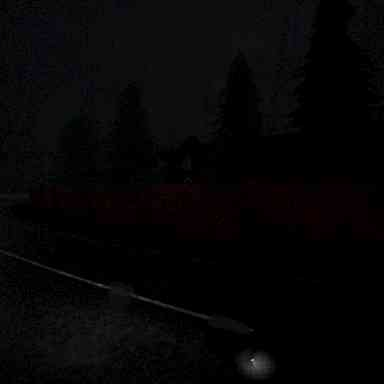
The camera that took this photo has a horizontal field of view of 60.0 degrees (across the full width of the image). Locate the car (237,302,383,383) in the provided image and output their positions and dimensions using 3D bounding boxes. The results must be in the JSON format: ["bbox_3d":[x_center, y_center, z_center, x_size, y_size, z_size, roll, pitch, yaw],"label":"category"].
[{"bbox_3d":[2.662,1.502,2.218,4.902,1.511,2.128,1,0,35],"label":"car"}]
